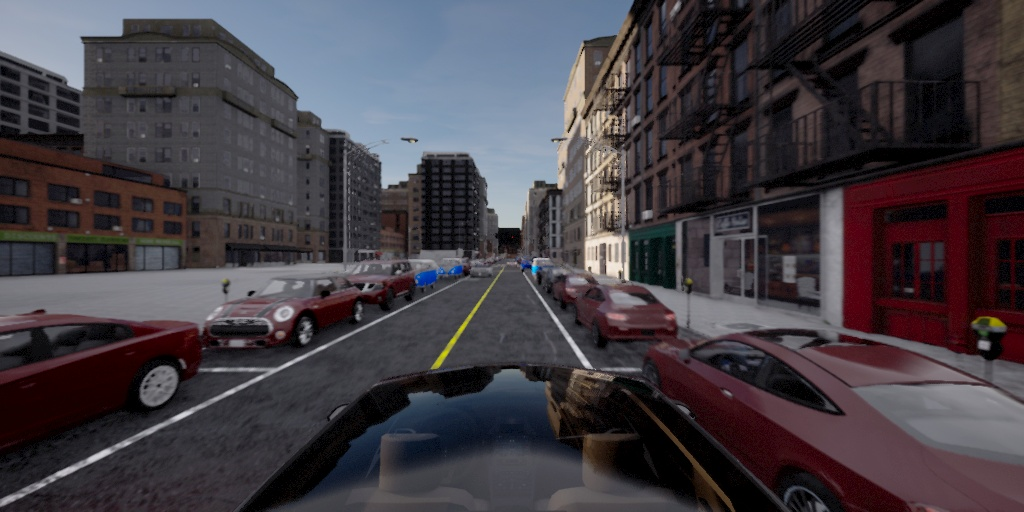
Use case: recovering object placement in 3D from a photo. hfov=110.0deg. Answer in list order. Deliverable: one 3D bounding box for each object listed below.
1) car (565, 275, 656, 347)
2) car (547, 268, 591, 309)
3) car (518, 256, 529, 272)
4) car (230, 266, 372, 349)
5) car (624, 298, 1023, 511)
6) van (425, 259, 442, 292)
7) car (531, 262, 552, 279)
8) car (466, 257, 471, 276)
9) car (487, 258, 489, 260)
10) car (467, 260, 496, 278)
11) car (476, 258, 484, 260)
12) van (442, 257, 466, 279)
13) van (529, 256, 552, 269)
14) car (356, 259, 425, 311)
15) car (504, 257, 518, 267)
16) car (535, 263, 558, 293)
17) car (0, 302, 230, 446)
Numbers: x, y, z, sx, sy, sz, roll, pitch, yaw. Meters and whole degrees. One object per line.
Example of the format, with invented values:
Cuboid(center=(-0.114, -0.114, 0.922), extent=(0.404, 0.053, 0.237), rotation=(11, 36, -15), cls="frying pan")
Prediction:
Cuboid(center=(2.637, 1.332, 9.023), extent=(1.802, 1.307, 4.207), rotation=(0, 0, 0), cls="car")
Cuboid(center=(2.636, 1.332, 14.703), extent=(1.802, 1.307, 4.207), rotation=(0, 0, 0), cls="car")
Cuboid(center=(2.264, 0.972, 45.572), extent=(2.150, 2.045, 5.566), rotation=(0, 0, 0), cls="car")
Cuboid(center=(-5.388, 1.190, 9.023), extent=(1.967, 1.591, 4.097), rotation=(0, 0, 0), cls="car")
Cuboid(center=(2.637, 1.332, 3.343), extent=(1.802, 1.307, 4.207), rotation=(0, 0, 0), cls="car")
Cuboid(center=(-5.390, 1.091, 20.383), extent=(1.690, 1.789, 3.998), rotation=(0, 0, 0), cls="van")
Cuboid(center=(2.635, 1.317, 26.064), extent=(1.948, 1.339, 4.313), rotation=(0, 0, 0), cls="car")
Cuboid(center=(-5.391, 1.066, 37.423), extent=(2.192, 1.841, 5.009), rotation=(0, 0, 0), cls="car")
Cuboid(center=(-5.394, 1.189, 60.143), extent=(1.967, 1.591, 4.097), rotation=(0, 0, 0), cls="car")
Cuboid(center=(-2.849, 1.352, 34.159), extent=(1.895, 1.301, 4.718), rotation=(0, 0, 0), cls="car")
Cuboid(center=(-5.393, 1.302, 54.463), extent=(2.007, 1.370, 4.403), rotation=(0, 0, 0), cls="car")
Cuboid(center=(-5.391, 1.092, 31.743), extent=(1.690, 1.789, 3.998), rotation=(0, 0, 0), cls="van")
Cuboid(center=(2.634, 1.092, 31.743), extent=(1.690, 1.789, 3.998), rotation=(0, 0, 0), cls="van")
Cuboid(center=(-5.389, 1.065, 14.703), extent=(2.192, 1.841, 5.009), rotation=(0, 0, 0), cls="car")
Cuboid(center=(-0.007, 1.351, 63.932), extent=(1.895, 1.301, 4.718), rotation=(0, 0, 0), cls="car")
Cuboid(center=(2.636, 1.301, 20.383), extent=(2.007, 1.370, 4.403), rotation=(0, 0, 0), cls="car")
Cuboid(center=(-5.388, 1.295, 3.343), extent=(1.888, 1.381, 4.507), rotation=(0, 0, 0), cls="car")
